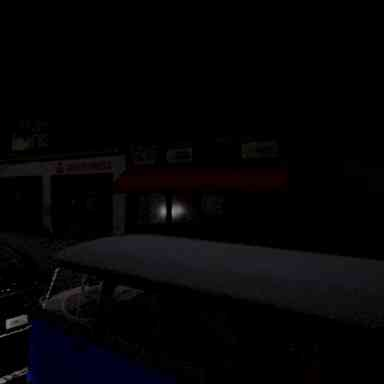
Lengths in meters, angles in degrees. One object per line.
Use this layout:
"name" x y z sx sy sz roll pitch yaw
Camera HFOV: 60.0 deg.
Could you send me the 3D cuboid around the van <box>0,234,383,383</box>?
"van" 0.344 1.333 2.565 3.998 1.788 1.690 1 0 36
